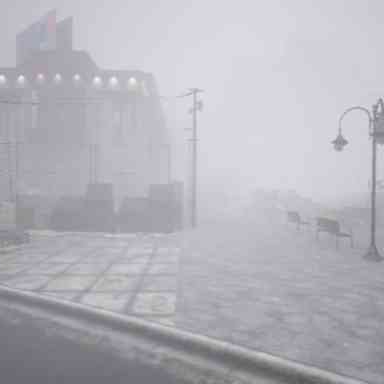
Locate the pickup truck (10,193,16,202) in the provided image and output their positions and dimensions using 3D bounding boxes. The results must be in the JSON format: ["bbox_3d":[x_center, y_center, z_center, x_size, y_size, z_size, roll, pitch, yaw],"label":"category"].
[{"bbox_3d":[-12.167,0.665,26.413,2.390,2.098,6.274,1,1,-1],"label":"pickup truck"}]
